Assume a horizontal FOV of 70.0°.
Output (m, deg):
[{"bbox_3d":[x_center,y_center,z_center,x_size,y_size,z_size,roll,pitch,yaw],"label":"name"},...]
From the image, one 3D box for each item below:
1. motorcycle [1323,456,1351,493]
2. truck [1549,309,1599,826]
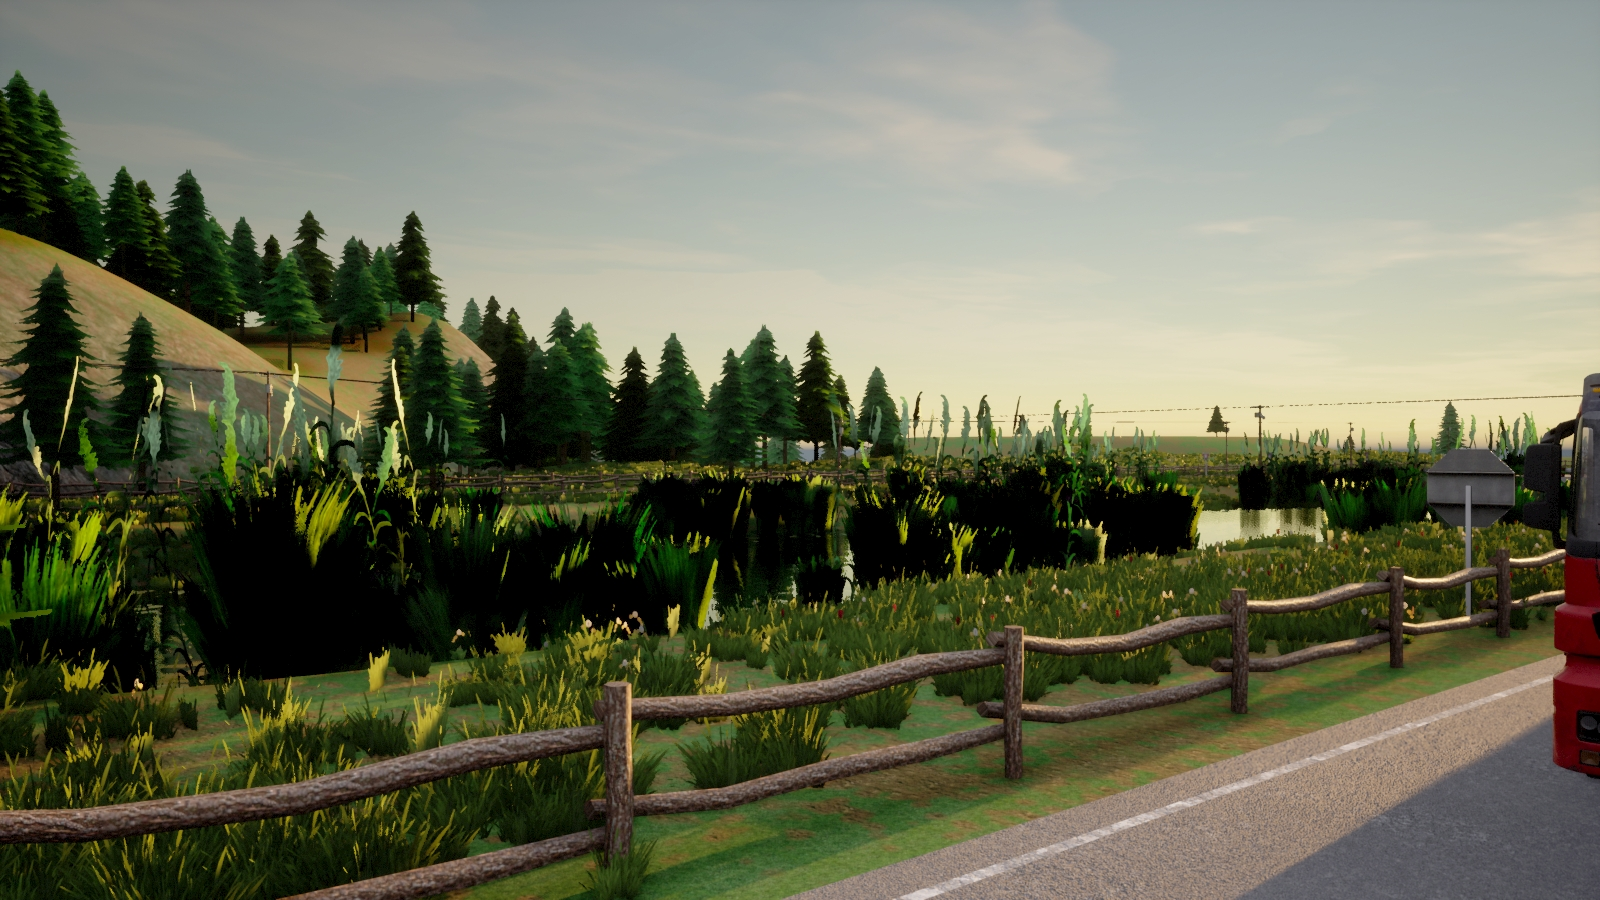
[{"bbox_3d":[35.009,1.577,74.471,2.033,2.348,0.803,0,0,-39],"label":"motorcycle"},{"bbox_3d":[9.524,0.862,10.952,2.891,3.827,8.468,0,0,40],"label":"truck"}]
